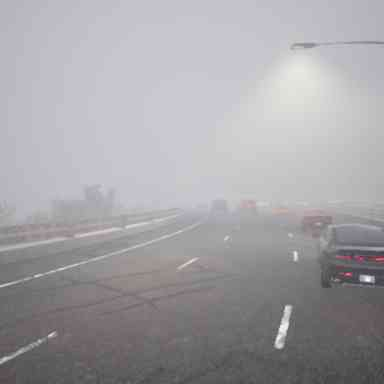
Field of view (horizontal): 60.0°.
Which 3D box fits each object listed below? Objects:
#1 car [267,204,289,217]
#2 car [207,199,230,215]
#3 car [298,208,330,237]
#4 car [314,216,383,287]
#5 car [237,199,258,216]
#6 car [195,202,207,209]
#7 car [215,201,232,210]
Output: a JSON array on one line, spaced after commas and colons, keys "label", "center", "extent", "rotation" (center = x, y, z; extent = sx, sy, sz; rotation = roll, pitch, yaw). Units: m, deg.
[{"label": "car", "center": [10.454, 2.150, 40.536], "extent": [1.882, 1.535, 5.008], "rotation": [0, -1, 3]}, {"label": "car", "center": [3.582, 1.973, 44.653], "extent": [2.150, 2.045, 5.566], "rotation": [0, -2, 1]}, {"label": "car", "center": [8.443, 1.855, 22.942], "extent": [1.882, 1.535, 5.008], "rotation": [0, -1, 15]}, {"label": "car", "center": [4.596, 1.661, 9.478], "extent": [1.837, 1.490, 4.892], "rotation": [0, -1, 19]}, {"label": "car", "center": [7.074, 1.943, 42.984], "extent": [2.150, 2.045, 5.566], "rotation": [0, -1, 2]}, {"label": "car", "center": [1.907, 2.590, 64.560], "extent": [2.128, 1.511, 4.902], "rotation": [0, -1, -10]}, {"label": "car", "center": [5.785, 2.548, 62.589], "extent": [2.128, 1.511, 4.902], "rotation": [0, -1, -8]}]
